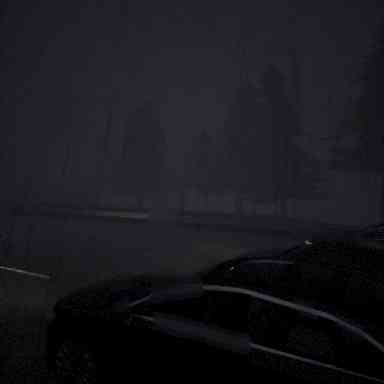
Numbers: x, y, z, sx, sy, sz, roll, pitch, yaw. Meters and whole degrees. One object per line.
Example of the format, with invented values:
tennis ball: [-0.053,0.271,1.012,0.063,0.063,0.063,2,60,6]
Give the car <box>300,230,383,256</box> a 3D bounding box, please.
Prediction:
car: [2.646,1.520,6.075,4.181,1.385,1.994,2,1,34]

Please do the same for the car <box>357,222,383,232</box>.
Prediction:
car: [5.308,1.460,8.497,4.902,1.511,2.128,2,1,35]

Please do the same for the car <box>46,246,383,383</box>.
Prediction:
car: [0.542,1.451,3.308,4.902,1.511,2.128,2,1,34]
